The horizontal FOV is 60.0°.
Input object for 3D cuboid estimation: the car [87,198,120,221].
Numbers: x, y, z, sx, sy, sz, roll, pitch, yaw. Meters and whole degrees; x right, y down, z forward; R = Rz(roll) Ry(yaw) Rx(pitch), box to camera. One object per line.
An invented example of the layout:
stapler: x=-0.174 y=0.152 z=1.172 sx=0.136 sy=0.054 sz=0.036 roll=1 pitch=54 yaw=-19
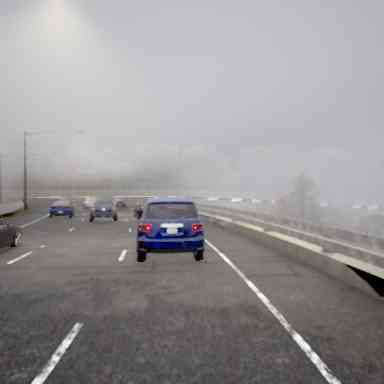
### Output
car: x=-7.415 y=1.393 z=27.915 sx=2.097 sy=1.767 sz=4.553 roll=0 pitch=0 yaw=-15

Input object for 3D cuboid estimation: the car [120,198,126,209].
car: x=-10.679 y=1.589 z=47.129 sx=1.812 sy=1.442 sz=4.674 roll=0 pitch=0 yaw=-25

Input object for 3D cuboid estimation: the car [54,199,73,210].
car: x=-17.567 y=1.658 z=45.339 sx=1.994 sy=1.385 sz=4.181 roll=0 pitch=0 yaw=-26

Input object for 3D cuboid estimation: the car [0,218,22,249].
car: x=-7.846 y=1.545 z=12.024 sx=1.837 sy=1.490 sz=4.892 roll=0 pitch=0 yaw=-7

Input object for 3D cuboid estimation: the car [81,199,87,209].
car: x=-14.183 y=1.605 z=46.358 sx=1.812 sy=1.442 sz=4.674 roll=0 pitch=0 yaw=-25

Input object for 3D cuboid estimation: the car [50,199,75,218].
car: x=-11.959 y=1.542 z=30.789 sx=1.882 sy=1.535 sz=5.008 roll=0 pitch=0 yaw=-17

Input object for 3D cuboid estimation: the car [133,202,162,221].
car: x=-3.979 y=1.628 z=28.852 sx=1.895 sy=1.301 sz=4.718 roll=0 pitch=0 yaw=-15

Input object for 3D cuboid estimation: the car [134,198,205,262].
car: x=-0.895 y=1.230 z=12.463 sx=2.150 sy=2.045 sz=5.566 roll=0 pitch=0 yaw=-7
